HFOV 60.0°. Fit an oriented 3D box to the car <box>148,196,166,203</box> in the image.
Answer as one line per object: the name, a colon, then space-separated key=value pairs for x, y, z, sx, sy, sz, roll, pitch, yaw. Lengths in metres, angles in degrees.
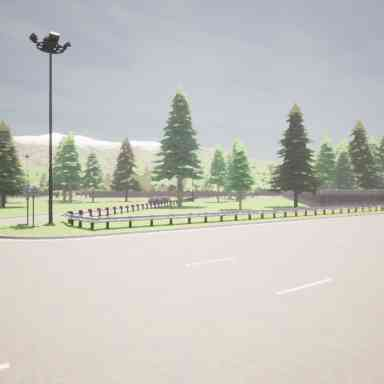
car: x=-6.563 y=1.491 z=59.644 sx=2.128 sy=1.511 sz=4.902 roll=0 pitch=0 yaw=6

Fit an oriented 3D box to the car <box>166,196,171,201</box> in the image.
car: x=-5.586 y=1.525 z=69.766 sx=1.812 sy=1.442 sz=4.674 roll=0 pitch=0 yaw=5
